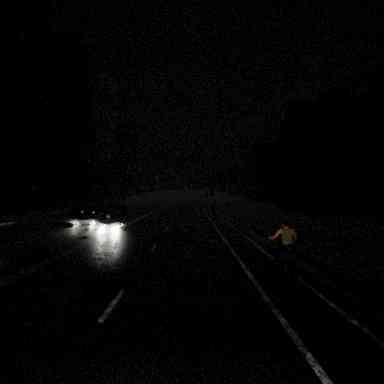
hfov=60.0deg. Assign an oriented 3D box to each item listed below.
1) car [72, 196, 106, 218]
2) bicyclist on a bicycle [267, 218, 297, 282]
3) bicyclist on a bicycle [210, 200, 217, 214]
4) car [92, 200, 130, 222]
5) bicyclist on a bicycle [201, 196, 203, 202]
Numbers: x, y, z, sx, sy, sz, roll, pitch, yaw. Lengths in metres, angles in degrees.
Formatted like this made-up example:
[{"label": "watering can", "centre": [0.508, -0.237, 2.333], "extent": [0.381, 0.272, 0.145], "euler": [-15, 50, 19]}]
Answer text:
[{"label": "car", "centre": [-9.853, 1.436, 32.682], "extent": [2.150, 2.045, 5.566], "euler": [0, 0, 0]}, {"label": "bicyclist on a bicycle", "centre": [2.511, 1.517, 9.052], "extent": [0.866, 1.612, 1.509], "euler": [0, 0, 0]}, {"label": "bicyclist on a bicycle", "centre": [2.410, 1.663, 37.340], "extent": [0.866, 1.612, 1.509], "euler": [0, 0, -2]}, {"label": "car", "centre": [-6.603, 1.690, 28.700], "extent": [2.128, 1.511, 4.902], "euler": [0, 0, 0]}, {"label": "bicyclist on a bicycle", "centre": [2.270, 1.610, 76.618], "extent": [0.582, 1.620, 1.656], "euler": [0, 0, 0]}]
